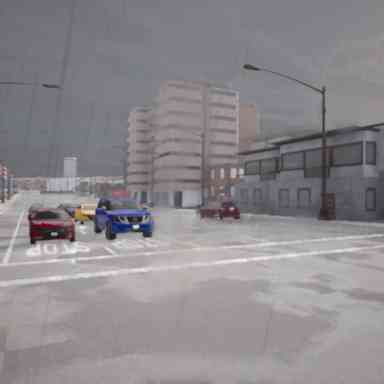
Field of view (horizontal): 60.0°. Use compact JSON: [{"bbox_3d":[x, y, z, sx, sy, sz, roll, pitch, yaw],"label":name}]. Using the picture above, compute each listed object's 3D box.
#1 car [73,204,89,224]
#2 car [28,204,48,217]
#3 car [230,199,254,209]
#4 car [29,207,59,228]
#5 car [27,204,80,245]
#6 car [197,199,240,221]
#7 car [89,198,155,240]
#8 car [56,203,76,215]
[{"bbox_3d":[-8.337,1.732,27.109,1.882,1.535,5.008,0,-1,-26],"label":"car"},{"bbox_3d":[-18.391,2.137,39.638,2.033,1.411,5.357,0,-1,-26],"label":"car"},{"bbox_3d":[7.927,1.838,53.098,1.970,1.475,3.806,0,-1,-26],"label":"car"},{"bbox_3d":[-11.308,1.837,25.221,1.895,1.301,4.718,0,-1,-26],"label":"car"},{"bbox_3d":[-6.986,1.562,16.457,1.882,1.535,5.008,0,-1,-26],"label":"car"},{"bbox_3d":[2.311,1.585,30.145,2.097,1.767,4.553,0,-1,-29],"label":"car"},{"bbox_3d":[-3.827,1.317,17.965,2.150,2.045,5.566,0,-1,-26],"label":"car"},{"bbox_3d":[-17.016,2.228,44.814,2.033,1.411,5.357,0,-1,-26],"label":"car"}]
